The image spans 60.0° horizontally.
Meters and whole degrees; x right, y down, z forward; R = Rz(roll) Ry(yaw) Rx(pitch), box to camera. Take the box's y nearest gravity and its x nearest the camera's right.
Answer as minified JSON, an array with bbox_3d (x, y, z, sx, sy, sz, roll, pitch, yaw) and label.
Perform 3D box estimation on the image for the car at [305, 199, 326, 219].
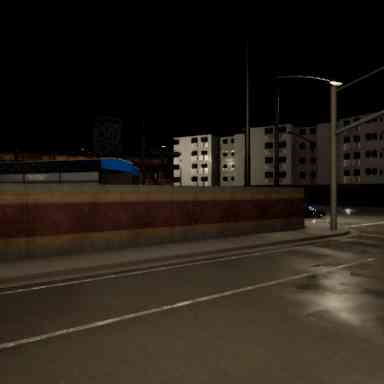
[{"bbox_3d":[9.538,1.352,29.564,2.097,1.767,4.553,0,0,-33],"label":"car"}]

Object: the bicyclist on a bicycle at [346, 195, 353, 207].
[{"bbox_3d":[22.109,1.300,46.637,1.656,1.620,0.582,0,0,-35],"label":"bicyclist on a bicycle"}]
